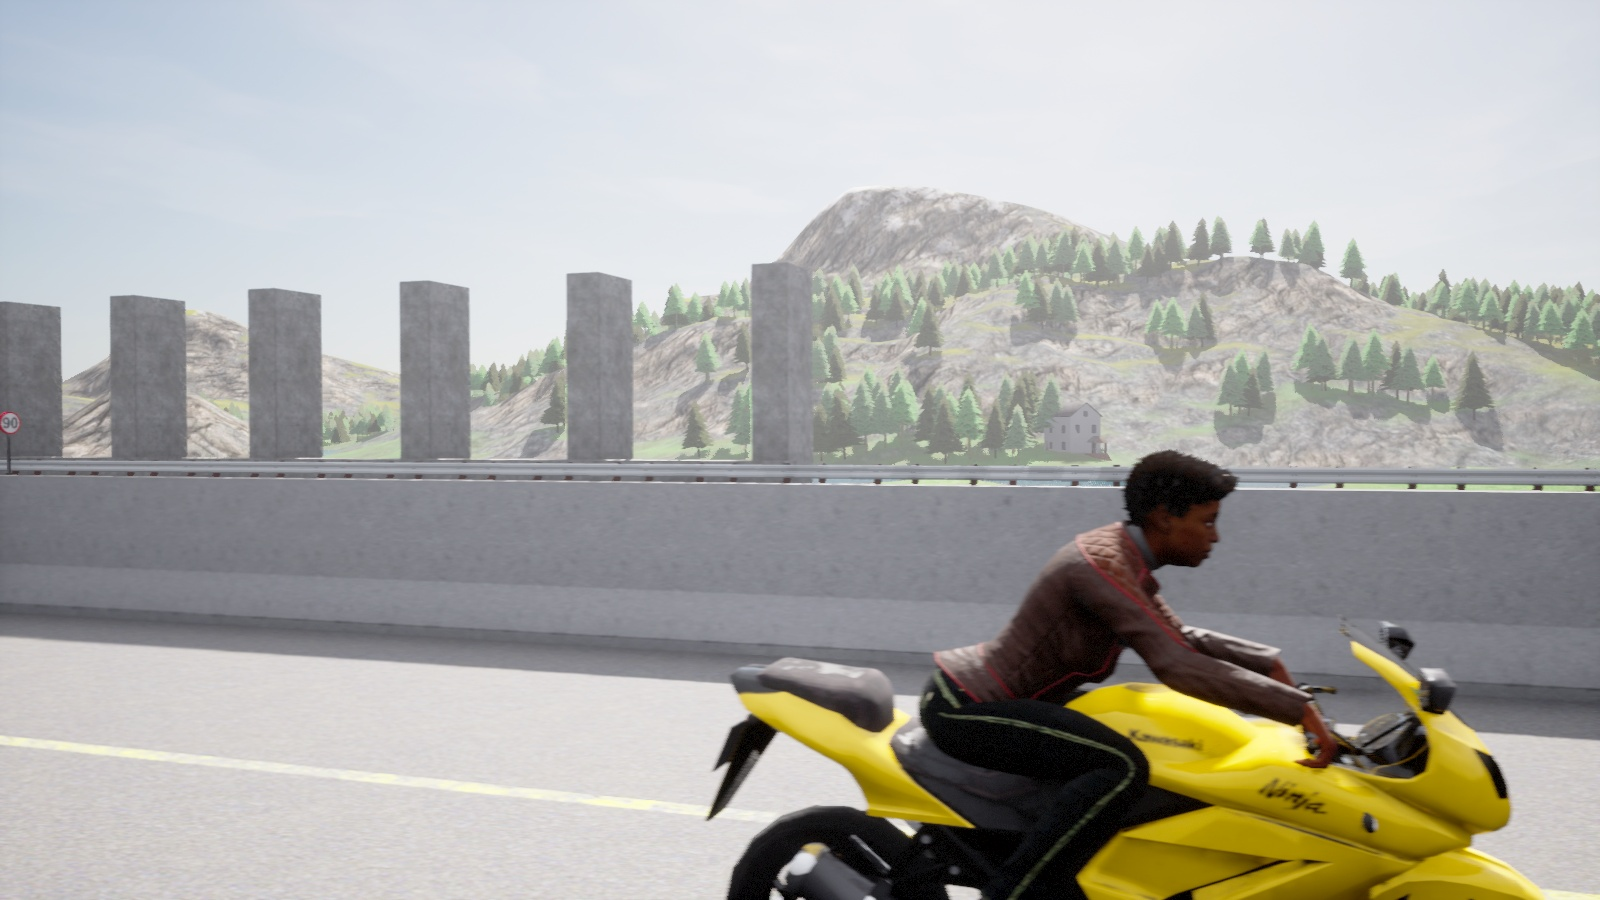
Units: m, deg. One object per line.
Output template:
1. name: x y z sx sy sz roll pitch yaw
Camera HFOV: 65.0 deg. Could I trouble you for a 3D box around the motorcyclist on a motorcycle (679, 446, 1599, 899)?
1. motorcyclist on a motorcycle: 0.821 0.765 2.917 2.044 1.523 0.797 1 1 19
